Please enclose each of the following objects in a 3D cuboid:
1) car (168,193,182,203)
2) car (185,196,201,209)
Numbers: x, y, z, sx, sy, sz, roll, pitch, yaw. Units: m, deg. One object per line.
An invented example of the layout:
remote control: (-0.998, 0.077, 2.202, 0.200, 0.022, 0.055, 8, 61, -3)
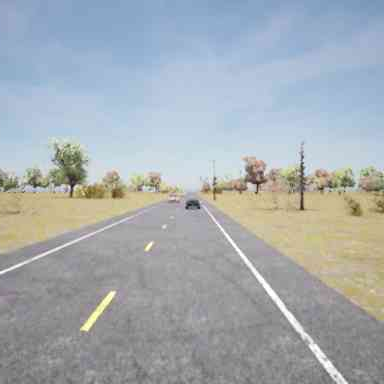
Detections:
car: (-3.484, 1.175, 63.678, 2.097, 1.767, 4.553, 0, 0, 1)
car: (0.124, 1.385, 43.689, 1.837, 1.490, 4.892, 0, 0, 0)
